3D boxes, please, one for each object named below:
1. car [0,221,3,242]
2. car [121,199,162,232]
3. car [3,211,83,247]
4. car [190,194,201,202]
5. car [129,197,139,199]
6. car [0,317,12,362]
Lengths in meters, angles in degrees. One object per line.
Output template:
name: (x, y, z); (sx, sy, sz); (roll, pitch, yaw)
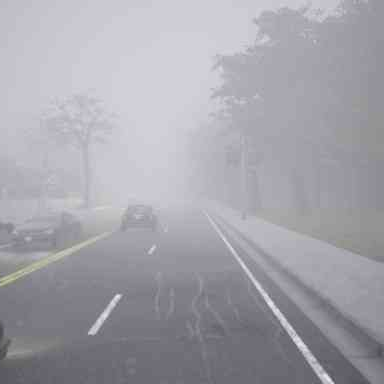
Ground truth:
car: (-9.849, 1.710, 14.509); (1.895, 1.301, 4.718); (0, 0, 0)
car: (-3.150, 1.511, 21.412); (2.097, 1.767, 4.553); (0, 0, 0)
car: (-6.599, 1.644, 15.740); (1.812, 1.442, 4.674); (0, 0, 0)
car: (1.135, 1.573, 88.134); (2.150, 2.045, 5.566); (0, 0, 0)
car: (-9.805, 1.622, 55.740); (2.097, 1.767, 4.553); (0, 0, 0)
car: (-3.148, 1.560, 1.626); (2.033, 1.411, 5.357); (0, 0, 0)
